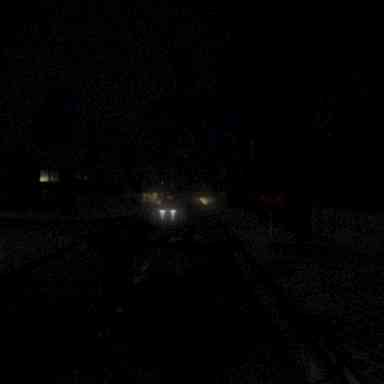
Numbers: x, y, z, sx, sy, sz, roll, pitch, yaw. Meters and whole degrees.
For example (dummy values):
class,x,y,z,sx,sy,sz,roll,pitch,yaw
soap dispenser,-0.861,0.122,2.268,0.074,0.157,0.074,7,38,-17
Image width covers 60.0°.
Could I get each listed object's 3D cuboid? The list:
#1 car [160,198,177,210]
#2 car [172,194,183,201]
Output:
class,x,y,z,sx,sy,sz,roll,pitch,yaw
car,-2.759,1.375,39.757,2.033,1.411,5.357,0,1,0
car,-2.762,1.043,64.769,2.033,1.411,5.357,0,0,0
